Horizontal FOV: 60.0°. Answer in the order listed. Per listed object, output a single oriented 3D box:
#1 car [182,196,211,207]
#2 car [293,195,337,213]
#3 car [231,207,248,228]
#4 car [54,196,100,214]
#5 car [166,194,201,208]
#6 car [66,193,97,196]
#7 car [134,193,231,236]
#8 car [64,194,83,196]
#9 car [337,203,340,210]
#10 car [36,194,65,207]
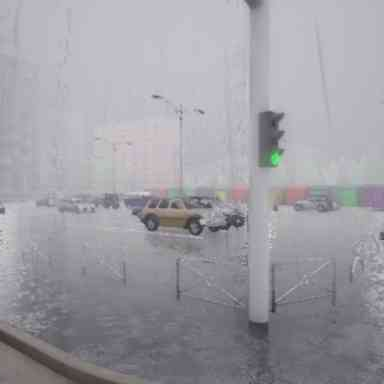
[{"bbox_3d":[0.636,1.388,48.209,3.905,1.438,1.784,0,0,37],"label":"car"},{"bbox_3d":[12.914,1.202,35.471,3.866,1.878,1.905,0,0,37],"label":"car"},{"bbox_3d":[1.215,1.169,19.715,3.866,1.878,1.905,0,0,37],"label":"car"},{"bbox_3d":[-11.173,1.386,32.324,3.806,1.475,1.970,0,0,37],"label":"car"},{"bbox_3d":[-1.146,1.172,45.925,4.605,1.855,1.932,0,0,37],"label":"car"},{"bbox_3d":[-16.539,1.139,50.476,4.605,1.855,1.932,0,0,37],"label":"car"},{"bbox_3d":[-0.558,1.161,17.427,4.605,1.855,1.932,0,0,37],"label":"car"},{"bbox_3d":[-18.102,1.345,48.295,3.905,1.438,1.784,0,0,37],"label":"car"},{"bbox_3d":[14.652,1.446,37.785,3.806,1.475,1.970,0,0,37],"label":"car"},{"bbox_3d":[-19.833,1.372,45.974,3.806,1.475,1.970,0,0,37],"label":"car"}]
